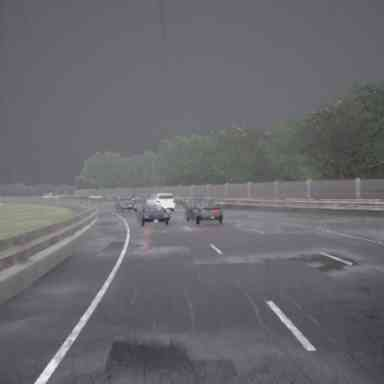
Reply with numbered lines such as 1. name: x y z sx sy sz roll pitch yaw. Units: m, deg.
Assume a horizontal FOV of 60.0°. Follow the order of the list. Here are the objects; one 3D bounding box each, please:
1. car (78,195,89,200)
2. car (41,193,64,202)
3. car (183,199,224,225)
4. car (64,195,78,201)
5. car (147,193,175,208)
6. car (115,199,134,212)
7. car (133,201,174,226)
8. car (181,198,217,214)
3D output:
1. car: -25.921 1.409 77.844 1.837 1.490 4.892 -1 0 -43
2. car: -31.088 1.203 73.069 5.566 2.045 2.150 0 0 44
3. car: 0.757 1.415 23.464 2.128 1.511 4.902 -1 0 -13
4. car: -28.613 1.421 75.548 5.008 1.535 1.882 0 0 44
5. car: -3.589 1.152 37.446 2.150 2.045 5.566 -1 1 -20
6. car: -7.585 1.517 38.050 2.033 1.411 5.357 -1 0 -22
7. car: -2.786 1.562 23.239 1.895 1.301 4.718 -1 0 -14
8. car: 0.668 1.435 36.040 2.033 1.411 5.357 -1 0 -20
